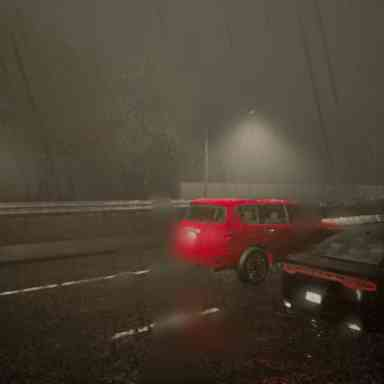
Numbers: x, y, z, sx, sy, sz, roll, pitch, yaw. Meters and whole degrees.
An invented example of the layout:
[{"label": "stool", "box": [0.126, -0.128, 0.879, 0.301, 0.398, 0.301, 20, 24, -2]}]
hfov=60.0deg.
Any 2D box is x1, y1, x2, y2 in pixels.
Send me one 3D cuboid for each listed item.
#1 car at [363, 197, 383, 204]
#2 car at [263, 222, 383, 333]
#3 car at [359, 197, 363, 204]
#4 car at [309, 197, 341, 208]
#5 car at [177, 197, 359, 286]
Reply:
[{"label": "car", "box": [24.797, 1.437, 43.114, 5.008, 1.535, 1.882, 0, 0, -35]}, {"label": "car", "box": [3.904, 1.468, 6.566, 5.008, 1.535, 1.882, 0, 0, -35]}, {"label": "car", "box": [22.760, 1.485, 45.958, 4.674, 1.442, 1.812, 0, 0, -35]}, {"label": "car", "box": [19.080, 1.463, 47.602, 4.892, 1.490, 1.837, -1, 0, -36]}, {"label": "car", "box": [2.218, 1.207, 9.670, 5.566, 2.045, 2.150, 1, 0, -34]}]
